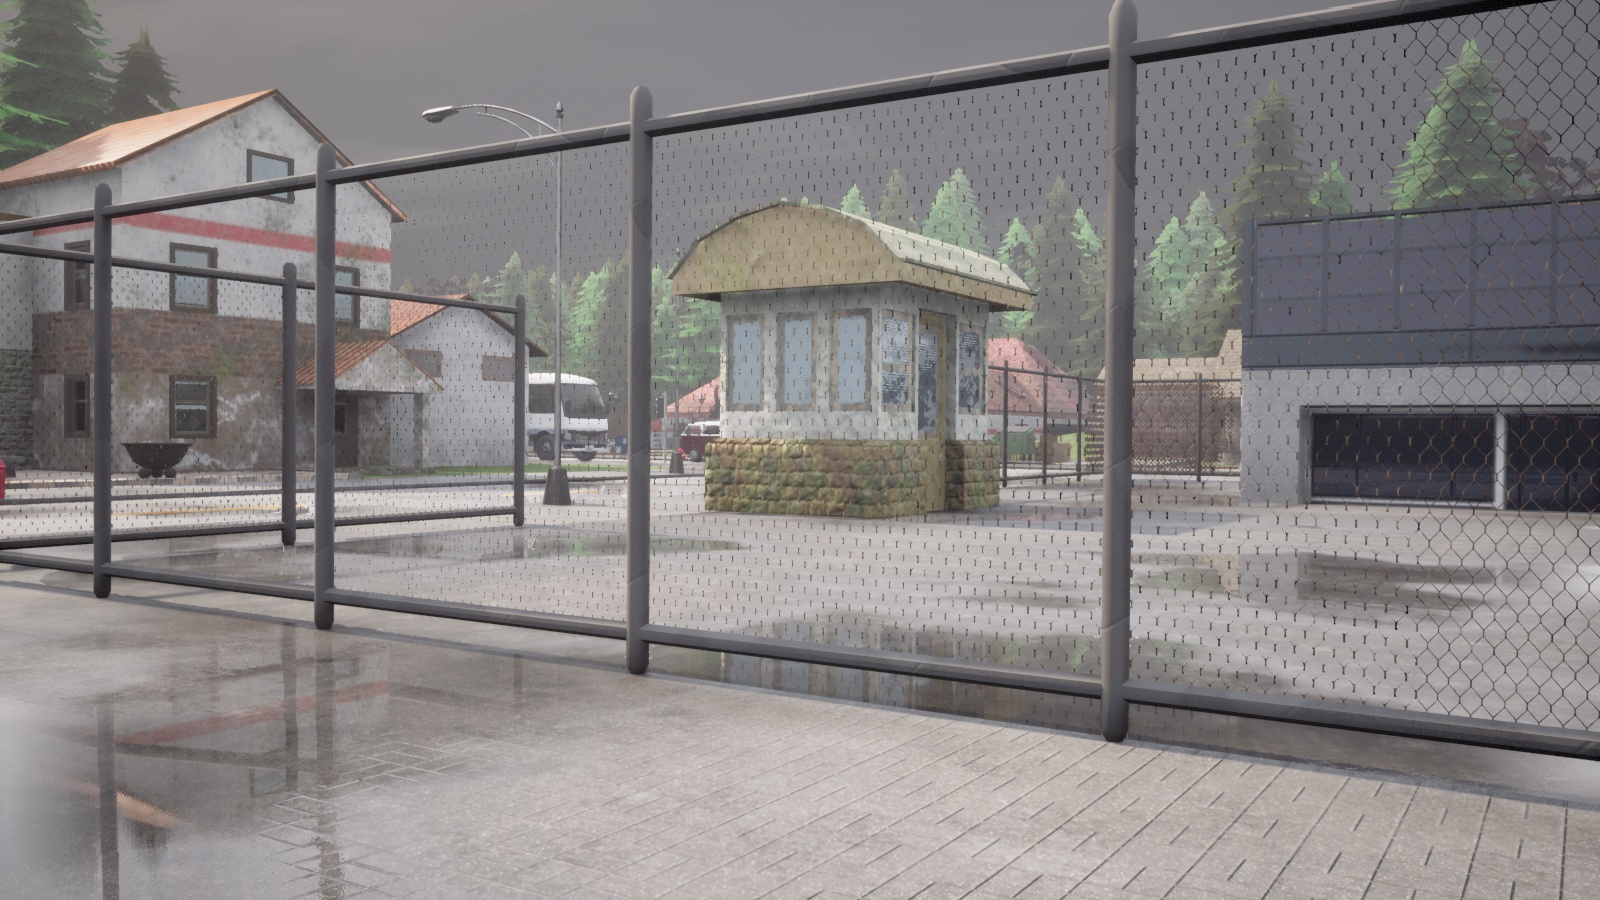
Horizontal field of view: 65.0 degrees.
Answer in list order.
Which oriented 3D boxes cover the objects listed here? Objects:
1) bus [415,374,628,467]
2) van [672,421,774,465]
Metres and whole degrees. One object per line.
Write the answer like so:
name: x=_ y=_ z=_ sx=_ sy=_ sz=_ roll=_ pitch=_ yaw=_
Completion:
bus: x=-13.741 y=-1.362 z=61.640 sx=10.273 sy=4.253 sz=3.944 roll=0 pitch=1 yaw=31
van: x=-3.680 y=-0.332 z=60.078 sx=4.480 sy=2.038 sz=2.069 roll=0 pitch=1 yaw=32
